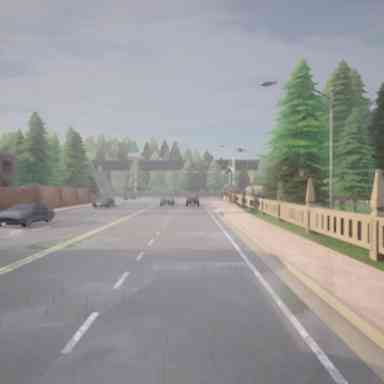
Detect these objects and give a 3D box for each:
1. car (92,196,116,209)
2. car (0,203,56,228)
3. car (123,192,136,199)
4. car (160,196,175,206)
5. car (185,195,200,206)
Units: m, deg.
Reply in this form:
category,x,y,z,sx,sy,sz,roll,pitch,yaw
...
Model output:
category,x,y,z,sx,sy,sz,roll,pitch,yaw
car,-10.609,1.217,40.339,2.128,1.511,4.902,0,0,1
car,-10.603,1.402,21.375,2.033,1.411,5.357,0,0,0
car,-10.505,0.771,56.337,1.837,1.490,4.892,0,0,0
car,-3.404,1.279,47.275,1.895,1.301,4.718,0,0,0
car,0.097,1.182,47.227,1.837,1.490,4.892,0,0,0
